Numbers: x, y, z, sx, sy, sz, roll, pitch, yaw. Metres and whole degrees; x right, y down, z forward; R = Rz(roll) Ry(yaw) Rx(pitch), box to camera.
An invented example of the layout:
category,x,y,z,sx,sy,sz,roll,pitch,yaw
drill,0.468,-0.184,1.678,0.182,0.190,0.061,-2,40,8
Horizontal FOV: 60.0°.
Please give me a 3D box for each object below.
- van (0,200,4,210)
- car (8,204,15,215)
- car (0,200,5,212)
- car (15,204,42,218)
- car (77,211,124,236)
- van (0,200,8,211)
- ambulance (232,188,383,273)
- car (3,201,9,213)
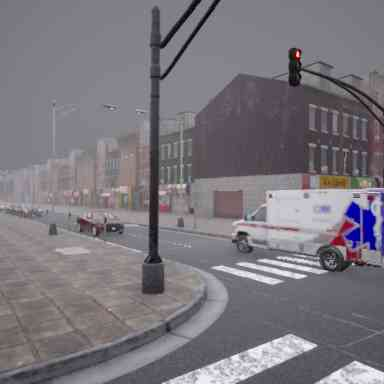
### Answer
category,x,y,z,sx,sy,sz,roll,pitch,yaw
van,-38.219,2.516,65.362,1.690,1.788,3.998,0,-1,-36
car,-21.972,2.301,42.955,1.947,1.339,4.313,0,-1,-36
car,-31.620,2.523,56.260,1.752,1.417,4.829,0,-1,-36
car,-18.725,2.088,38.476,1.967,1.590,4.097,0,-1,-36
car,-5.729,1.849,20.551,1.887,1.381,4.507,0,-1,-36
van,-34.970,2.429,60.881,1.690,1.788,3.998,0,-1,-36
ambulance,4.124,1.168,11.484,2.351,2.431,6.366,1,-1,-36
car,-25.221,2.389,47.435,1.947,1.339,4.313,0,-1,-36
